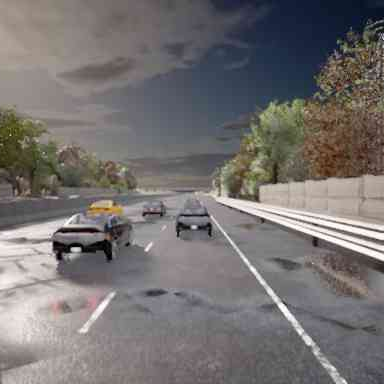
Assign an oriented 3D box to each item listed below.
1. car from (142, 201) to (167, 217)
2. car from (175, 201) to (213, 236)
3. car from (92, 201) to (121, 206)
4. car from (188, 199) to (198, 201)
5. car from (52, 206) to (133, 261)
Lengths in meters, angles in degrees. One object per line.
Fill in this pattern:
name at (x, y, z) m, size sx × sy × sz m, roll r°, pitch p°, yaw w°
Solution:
car at (-3.394, 1.512, 30.607) m, size 2.033 × 1.411 × 5.357 m, roll 0°, pitch 0°, yaw 0°
car at (0.102, 1.463, 18.298) m, size 2.128 × 1.511 × 4.902 m, roll 0°, pitch 0°, yaw 0°
car at (-6.896, 1.445, 26.855) m, size 1.882 × 1.535 × 5.008 m, roll 0°, pitch 0°, yaw 0°
car at (0.105, 1.523, 39.500) m, size 1.994 × 1.385 × 4.181 m, roll 0°, pitch 0°, yaw 0°
car at (-3.401, 1.471, 12.168) m, size 2.128 × 1.511 × 4.902 m, roll 0°, pitch 0°, yaw 0°
